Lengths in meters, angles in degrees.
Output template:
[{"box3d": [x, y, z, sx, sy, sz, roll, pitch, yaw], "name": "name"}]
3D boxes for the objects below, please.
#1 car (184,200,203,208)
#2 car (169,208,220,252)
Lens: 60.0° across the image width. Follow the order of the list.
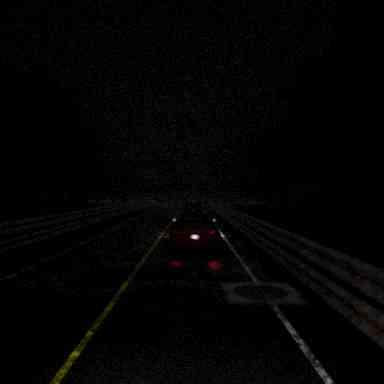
[{"box3d": [0.143, 1.685, 37.140, 2.128, 1.511, 4.902, 2, 0, 0], "name": "car"}, {"box3d": [0.103, 1.606, 14.057, 1.994, 1.385, 4.181, 0, 0, 0], "name": "car"}]
